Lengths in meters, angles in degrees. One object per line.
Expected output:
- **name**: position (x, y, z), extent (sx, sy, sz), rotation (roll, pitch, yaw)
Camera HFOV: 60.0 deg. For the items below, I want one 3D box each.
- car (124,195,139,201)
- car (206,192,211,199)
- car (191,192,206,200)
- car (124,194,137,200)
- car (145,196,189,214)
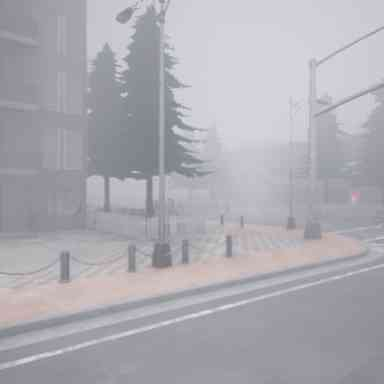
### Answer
- **car**: position (-13.985, 1.387, 78.602), extent (1.845, 1.501, 3.633), rotation (0, 0, -37)
- **car**: position (3.092, 1.087, 91.650), extent (1.905, 1.878, 3.866), rotation (0, 0, -37)
- **car**: position (1.007, 1.108, 89.585), extent (1.932, 1.855, 4.605), rotation (0, 0, -37)
- **car**: position (-16.023, 1.398, 86.334), extent (1.970, 1.475, 3.806), rotation (0, 0, -37)
- **car**: position (-2.659, 1.505, 34.685), extent (2.128, 1.511, 4.902), rotation (0, 0, -37)
